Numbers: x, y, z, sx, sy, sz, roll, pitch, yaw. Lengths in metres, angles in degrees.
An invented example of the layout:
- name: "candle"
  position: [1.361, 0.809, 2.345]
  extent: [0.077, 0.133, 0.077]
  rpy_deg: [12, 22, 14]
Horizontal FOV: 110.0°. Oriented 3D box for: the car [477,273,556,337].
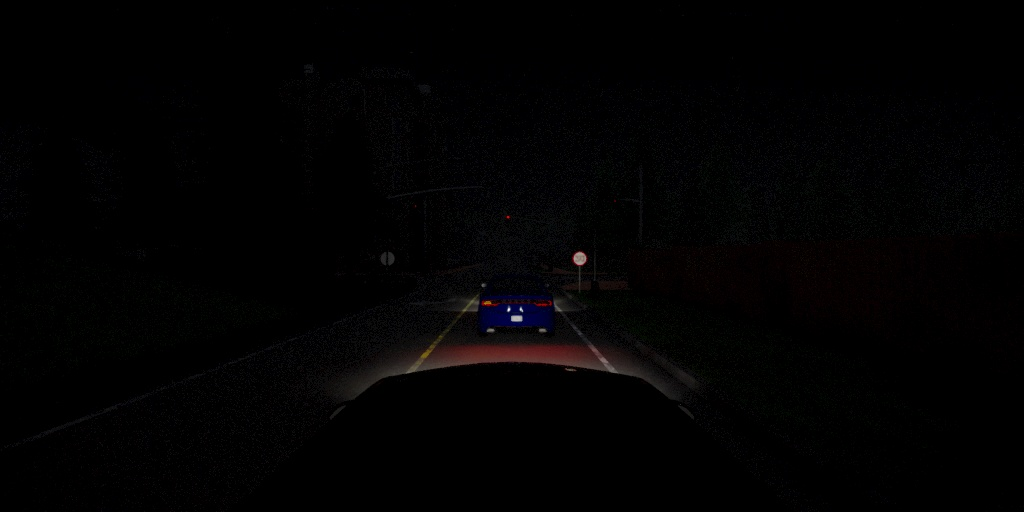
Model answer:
- name: "car"
  position: [0.101, 1.228, 10.379]
  extent: [1.882, 1.535, 5.008]
  rpy_deg: [0, 0, 0]
